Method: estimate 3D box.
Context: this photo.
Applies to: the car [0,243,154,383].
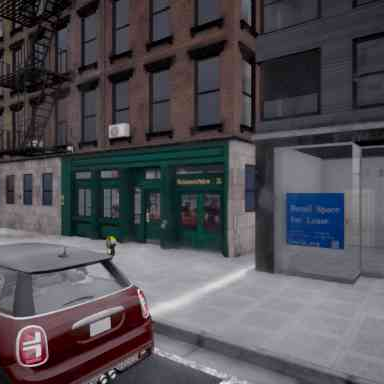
[{"bbox_3d":[-2.539,1.440,4.632,4.097,1.590,1.967,0,0,36],"label":"car"}]
